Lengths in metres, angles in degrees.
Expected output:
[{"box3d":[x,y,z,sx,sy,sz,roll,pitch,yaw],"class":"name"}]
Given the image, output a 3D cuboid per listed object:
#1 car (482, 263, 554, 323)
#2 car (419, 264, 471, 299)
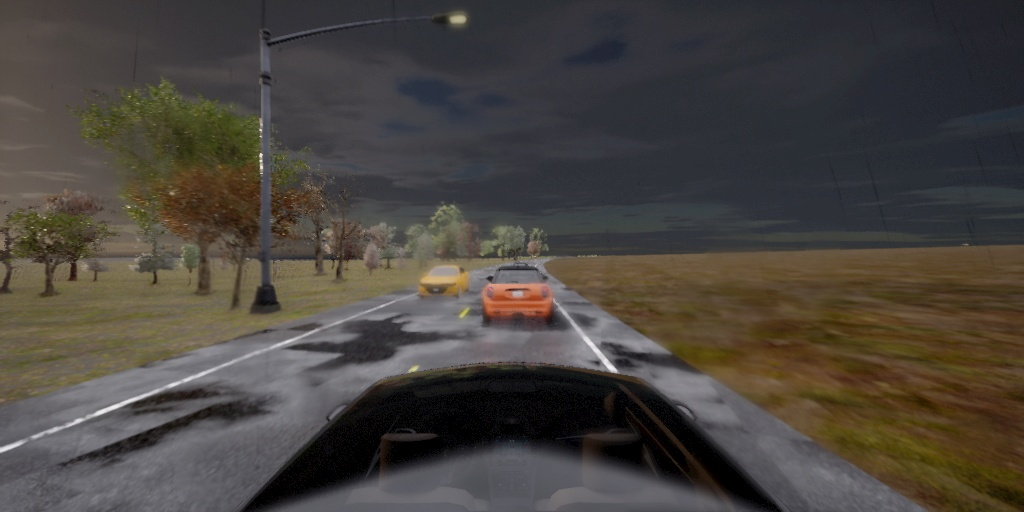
[{"box3d":[0.199,1.095,12.231,2.097,1.767,4.553,0,0,1],"class":"car"},{"box3d":[-3.293,1.214,18.251,1.882,1.535,5.008,0,0,1],"class":"car"}]
